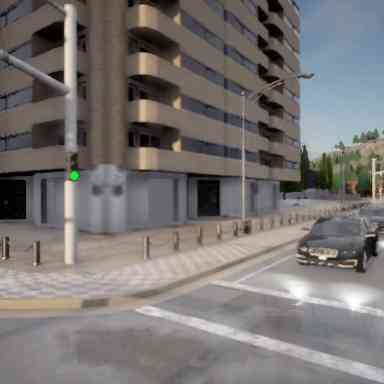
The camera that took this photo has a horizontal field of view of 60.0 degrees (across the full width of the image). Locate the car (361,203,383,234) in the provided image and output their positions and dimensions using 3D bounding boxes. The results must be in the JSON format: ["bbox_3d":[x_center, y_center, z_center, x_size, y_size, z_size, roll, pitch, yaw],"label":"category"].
[{"bbox_3d":[10.292,1.555,18.659,1.837,1.490,4.892,0,0,35],"label":"car"}]

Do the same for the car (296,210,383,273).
[{"bbox_3d":[4.980,1.553,11.127,1.837,1.490,4.892,0,0,35],"label":"car"}]

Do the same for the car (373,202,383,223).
[{"bbox_3d":[15.616,1.577,26.179,1.812,1.442,4.674,0,0,35],"label":"car"}]
